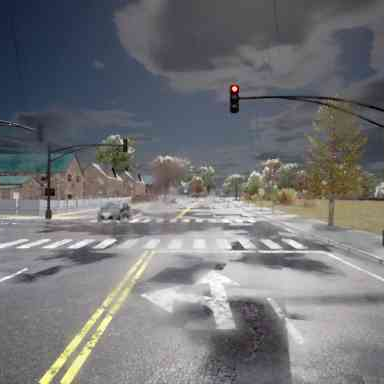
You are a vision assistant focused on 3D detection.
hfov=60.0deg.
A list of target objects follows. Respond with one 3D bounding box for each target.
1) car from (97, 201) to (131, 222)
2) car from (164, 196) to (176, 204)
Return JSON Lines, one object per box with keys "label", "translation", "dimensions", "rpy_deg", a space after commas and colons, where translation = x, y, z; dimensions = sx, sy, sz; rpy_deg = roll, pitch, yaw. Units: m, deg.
{"label": "car", "translation": [-6.137, 1.529, 26.599], "dimensions": [2.128, 1.511, 4.902], "rpy_deg": [0, 0, 2]}
{"label": "car", "translation": [-4.260, 1.635, 65.206], "dimensions": [2.128, 1.511, 4.902], "rpy_deg": [0, 0, 4]}
